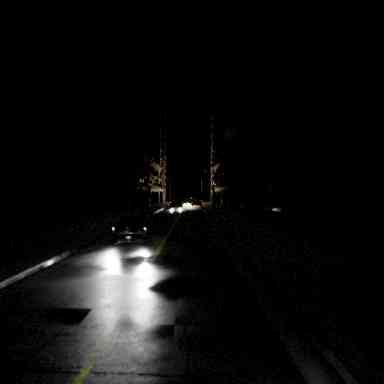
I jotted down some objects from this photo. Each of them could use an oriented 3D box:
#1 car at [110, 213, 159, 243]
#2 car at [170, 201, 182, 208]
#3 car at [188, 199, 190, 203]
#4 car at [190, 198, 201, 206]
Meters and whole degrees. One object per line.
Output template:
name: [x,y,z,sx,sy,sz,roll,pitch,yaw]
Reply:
car: [-2.850,1.765,17.219,1.895,1.301,4.718,0,-1,0]
car: [-2.786,2.185,59.280,1.895,1.301,4.718,0,-1,1]
car: [0.007,2.333,90.170,1.994,1.385,4.181,0,-1,0]
car: [0.968,2.233,70.808,1.812,1.442,4.674,0,-1,0]
